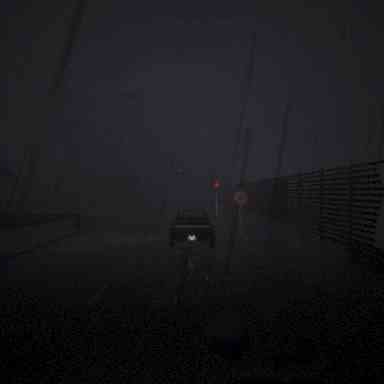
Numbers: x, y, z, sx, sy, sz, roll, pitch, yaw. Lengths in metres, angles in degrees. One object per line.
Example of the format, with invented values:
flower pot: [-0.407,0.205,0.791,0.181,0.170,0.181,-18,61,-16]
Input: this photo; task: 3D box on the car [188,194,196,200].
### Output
car: [0.000,1.313,82.815,1.837,1.490,4.892,0,0,0]

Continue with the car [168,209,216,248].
car: [0.000,1.493,14.650,2.128,1.511,4.902,0,0,0]

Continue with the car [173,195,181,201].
car: [-4.000,1.470,88.995,1.882,1.535,5.008,0,0,0]
